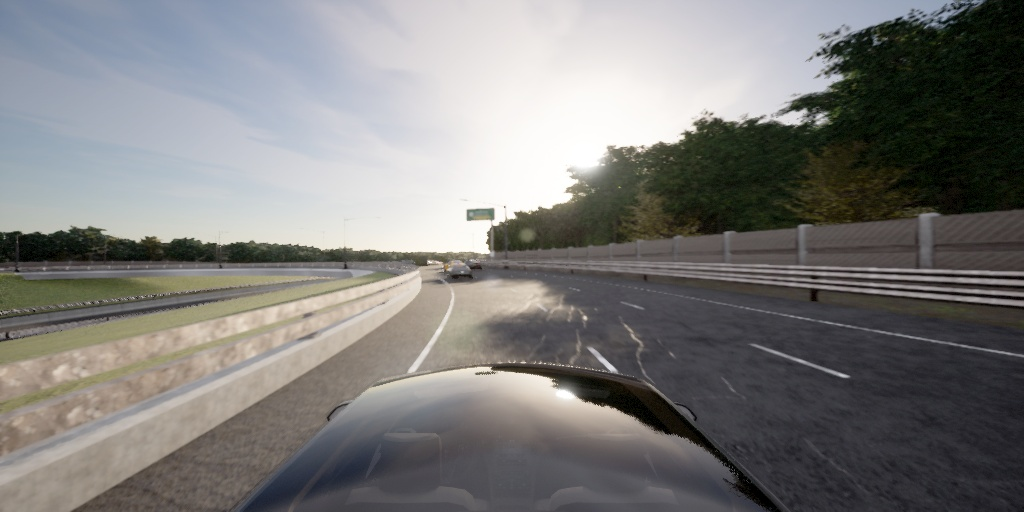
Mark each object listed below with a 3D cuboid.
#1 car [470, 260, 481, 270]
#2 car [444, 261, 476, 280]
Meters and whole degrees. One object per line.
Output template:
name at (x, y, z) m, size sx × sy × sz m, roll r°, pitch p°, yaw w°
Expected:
car at (-6.232, 1.394, 54.352) m, size 1.837 × 1.490 × 4.892 m, roll 0°, pitch 0°, yaw -29°
car at (-5.031, 1.421, 33.828) m, size 1.994 × 1.385 × 4.181 m, roll -1°, pitch 0°, yaw -18°
